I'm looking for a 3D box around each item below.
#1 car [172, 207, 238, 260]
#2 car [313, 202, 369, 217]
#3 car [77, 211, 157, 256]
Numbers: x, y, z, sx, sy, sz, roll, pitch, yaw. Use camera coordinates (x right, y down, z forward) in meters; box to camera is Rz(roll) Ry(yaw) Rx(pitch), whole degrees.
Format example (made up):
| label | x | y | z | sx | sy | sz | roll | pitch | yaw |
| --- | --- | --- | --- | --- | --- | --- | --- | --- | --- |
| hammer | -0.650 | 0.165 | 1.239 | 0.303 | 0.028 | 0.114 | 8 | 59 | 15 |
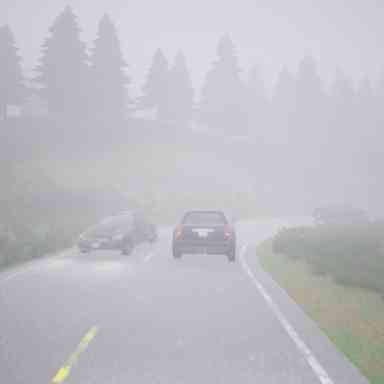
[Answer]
| label | x | y | z | sx | sy | sz | roll | pitch | yaw |
| --- | --- | --- | --- | --- | --- | --- | --- | --- | --- |
| car | 0.639 | 1.357 | 12.647 | 2.097 | 1.767 | 4.553 | 0 | 0 | 8 |
| car | 11.473 | 1.539 | 25.416 | 4.892 | 1.490 | 1.837 | 1 | -2 | -26 |
| car | -2.788 | 1.530 | 13.476 | 1.812 | 1.442 | 4.674 | -1 | 0 | 12 |
